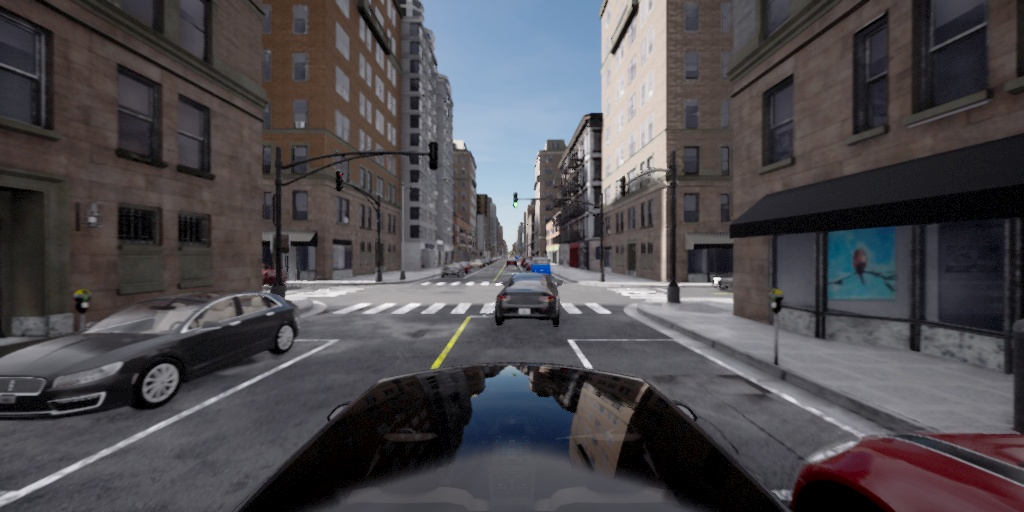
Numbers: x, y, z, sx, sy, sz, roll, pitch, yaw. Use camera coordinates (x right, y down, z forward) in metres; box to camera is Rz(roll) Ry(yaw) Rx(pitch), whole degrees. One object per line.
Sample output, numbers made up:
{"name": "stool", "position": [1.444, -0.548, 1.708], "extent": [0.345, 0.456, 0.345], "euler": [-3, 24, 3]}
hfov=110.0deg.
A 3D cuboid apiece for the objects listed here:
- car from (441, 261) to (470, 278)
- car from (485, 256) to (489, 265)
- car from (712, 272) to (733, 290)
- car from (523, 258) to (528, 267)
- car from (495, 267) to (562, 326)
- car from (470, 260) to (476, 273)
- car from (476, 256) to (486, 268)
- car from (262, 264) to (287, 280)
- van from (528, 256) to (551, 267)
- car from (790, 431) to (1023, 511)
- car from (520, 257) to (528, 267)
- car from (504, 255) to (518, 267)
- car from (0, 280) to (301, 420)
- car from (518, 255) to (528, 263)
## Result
{"name": "car", "position": [-5.402, 1.232, 33.095], "extent": [2.007, 1.370, 4.403], "euler": [0, 0, 0]}
{"name": "car", "position": [-5.415, 1.178, 61.505], "extent": [1.948, 1.339, 4.313], "euler": [0, 0, 0]}
{"name": "car", "position": [14.328, 1.296, 20.962], "extent": [4.902, 1.511, 2.128], "euler": [0, 0, -2]}
{"name": "car", "position": [2.618, 1.239, 44.470], "extent": [1.802, 1.307, 4.207], "euler": [0, 0, 0]}
{"name": "car", "position": [0.615, 1.255, 11.495], "extent": [1.812, 1.442, 4.674], "euler": [0, 0, 7]}
{"name": "car", "position": [-5.404, 1.214, 38.776], "extent": [1.888, 1.381, 4.507], "euler": [0, 0, 0]}
{"name": "car", "position": [-5.413, 1.154, 55.653], "extent": [1.751, 1.417, 4.829], "euler": [0, 0, 0]}
{"name": "car", "position": [-15.723, 1.146, 20.945], "extent": [4.674, 1.442, 1.812], "euler": [0, 0, 0]}
{"name": "van", "position": [2.623, 1.023, 33.107], "extent": [1.690, 1.789, 3.998], "euler": [0, 0, 0]}
{"name": "car", "position": [2.639, 1.192, 0.507], "extent": [1.967, 1.591, 4.097], "euler": [0, 0, 0]}
{"name": "car", "position": [2.612, 1.211, 55.833], "extent": [1.802, 1.307, 4.207], "euler": [0, 0, 0]}
{"name": "car", "position": [-0.028, 1.087, 62.817], "extent": [1.882, 1.535, 5.008], "euler": [0, 0, 0]}
{"name": "car", "position": [-5.389, 1.291, 6.013], "extent": [2.007, 1.370, 4.403], "euler": [0, 0, 0]}
{"name": "car", "position": [2.610, 0.928, 61.515], "extent": [2.192, 1.841, 5.009], "euler": [0, 0, 0]}
